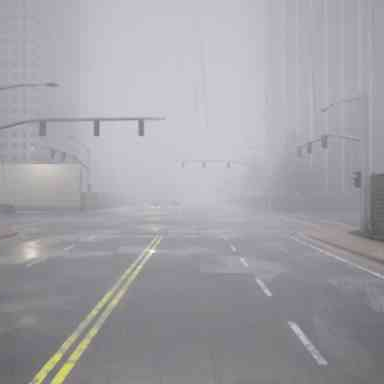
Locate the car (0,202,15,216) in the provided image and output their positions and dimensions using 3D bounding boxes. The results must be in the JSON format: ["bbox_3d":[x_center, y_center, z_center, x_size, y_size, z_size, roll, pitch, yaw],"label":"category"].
[{"bbox_3d":[-21.460,1.750,35.265,5.008,1.535,1.882,0,-1,0],"label":"car"}]

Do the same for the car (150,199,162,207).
[{"bbox_3d":[-7.032,2.172,65.945,1.994,1.385,4.181,0,-1,1],"label":"car"}]

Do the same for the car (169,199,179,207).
[{"bbox_3d":[-3.527,2.160,65.961,2.033,1.411,5.357,0,-1,0],"label":"car"}]
